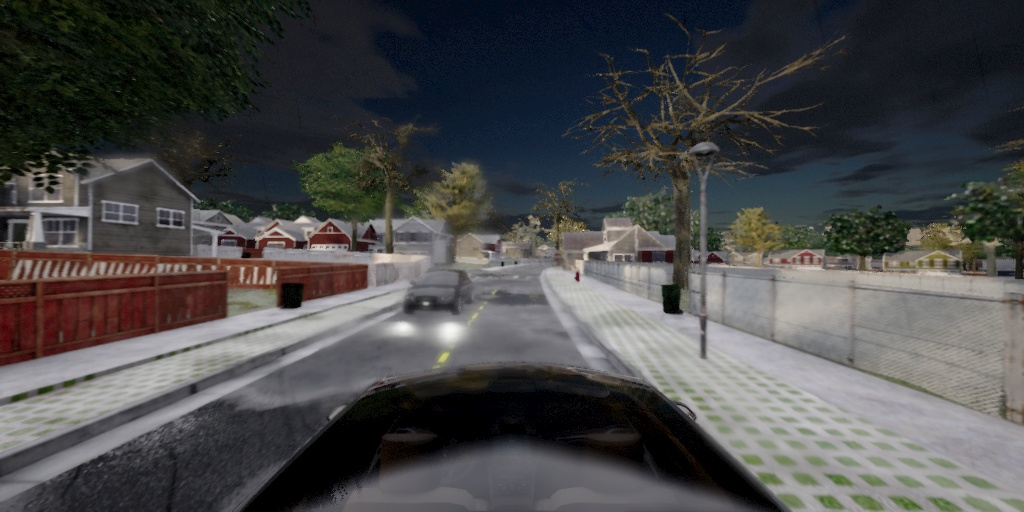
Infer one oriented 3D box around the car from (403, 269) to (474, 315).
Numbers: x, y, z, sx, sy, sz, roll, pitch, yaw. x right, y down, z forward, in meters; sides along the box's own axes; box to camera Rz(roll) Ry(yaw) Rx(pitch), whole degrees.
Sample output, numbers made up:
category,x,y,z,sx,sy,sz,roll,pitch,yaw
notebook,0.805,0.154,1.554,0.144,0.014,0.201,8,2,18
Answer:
category,x,y,z,sx,sy,sz,roll,pitch,yaw
car,-2.593,1.260,13.635,1.837,1.490,4.892,0,0,2
